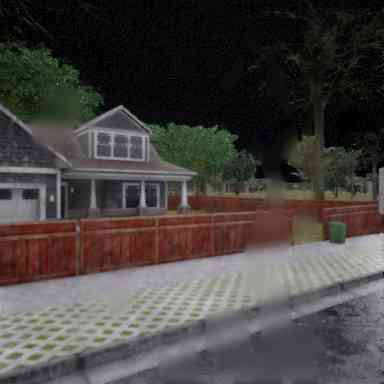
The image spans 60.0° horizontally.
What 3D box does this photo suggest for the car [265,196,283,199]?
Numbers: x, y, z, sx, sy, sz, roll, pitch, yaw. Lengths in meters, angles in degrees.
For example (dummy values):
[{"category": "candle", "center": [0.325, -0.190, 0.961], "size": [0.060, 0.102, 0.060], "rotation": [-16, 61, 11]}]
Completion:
[{"category": "car", "center": [8.826, 1.246, 34.967], "size": [1.882, 1.535, 5.008], "rotation": [0, 1, -36]}]
